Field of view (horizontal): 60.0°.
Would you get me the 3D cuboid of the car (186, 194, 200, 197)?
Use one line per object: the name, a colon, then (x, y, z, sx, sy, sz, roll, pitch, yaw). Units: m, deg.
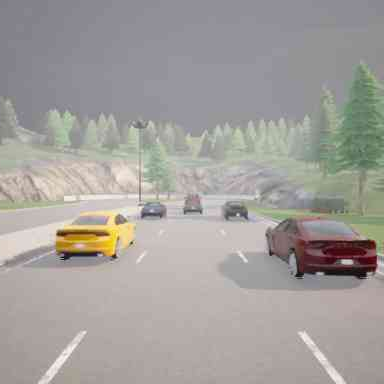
car: (0.099, 1.221, 44.621, 2.150, 2.045, 5.566, 0, 0, 0)

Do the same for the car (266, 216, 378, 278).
car: (3.602, 1.477, 10.197, 1.882, 1.535, 5.008, 0, 0, 0)

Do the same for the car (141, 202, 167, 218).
car: (-3.396, 1.564, 30.110, 1.994, 1.385, 4.181, 0, 0, 0)

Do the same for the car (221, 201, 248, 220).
car: (3.605, 1.506, 28.467, 1.837, 1.490, 4.892, 0, 0, 0)

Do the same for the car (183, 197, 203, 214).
car: (0.104, 1.564, 35.204, 1.994, 1.385, 4.181, 0, 0, 0)

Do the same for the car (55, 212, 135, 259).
car: (-3.398, 1.477, 12.554, 1.882, 1.535, 5.008, 0, 0, 0)
